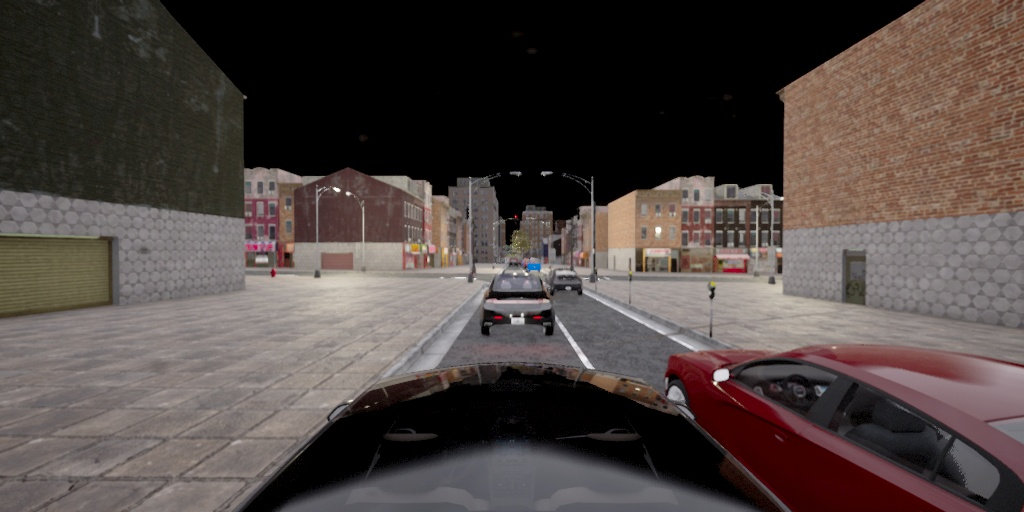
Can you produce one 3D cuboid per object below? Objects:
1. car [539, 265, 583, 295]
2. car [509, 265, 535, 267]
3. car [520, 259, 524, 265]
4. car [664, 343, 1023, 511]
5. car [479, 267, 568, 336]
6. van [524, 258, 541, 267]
[{"bbox_3d":[2.714,1.316,19.340,2.007,1.370,4.403,0,0,0],"label":"car"},{"bbox_3d":[0.210,1.369,20.471,1.895,1.301,4.718,0,0,1],"label":"car"},{"bbox_3d":[2.886,1.250,56.875,2.192,1.841,5.009,0,0,0],"label":"car"},{"bbox_3d":[2.637,1.294,2.465,1.888,1.381,4.507,0,0,0],"label":"car"},{"bbox_3d":[0.138,1.244,10.429,2.128,1.511,4.902,0,0,0],"label":"car"},{"bbox_3d":[2.837,1.211,46.294,1.690,1.789,3.998,0,0,0],"label":"van"}]
